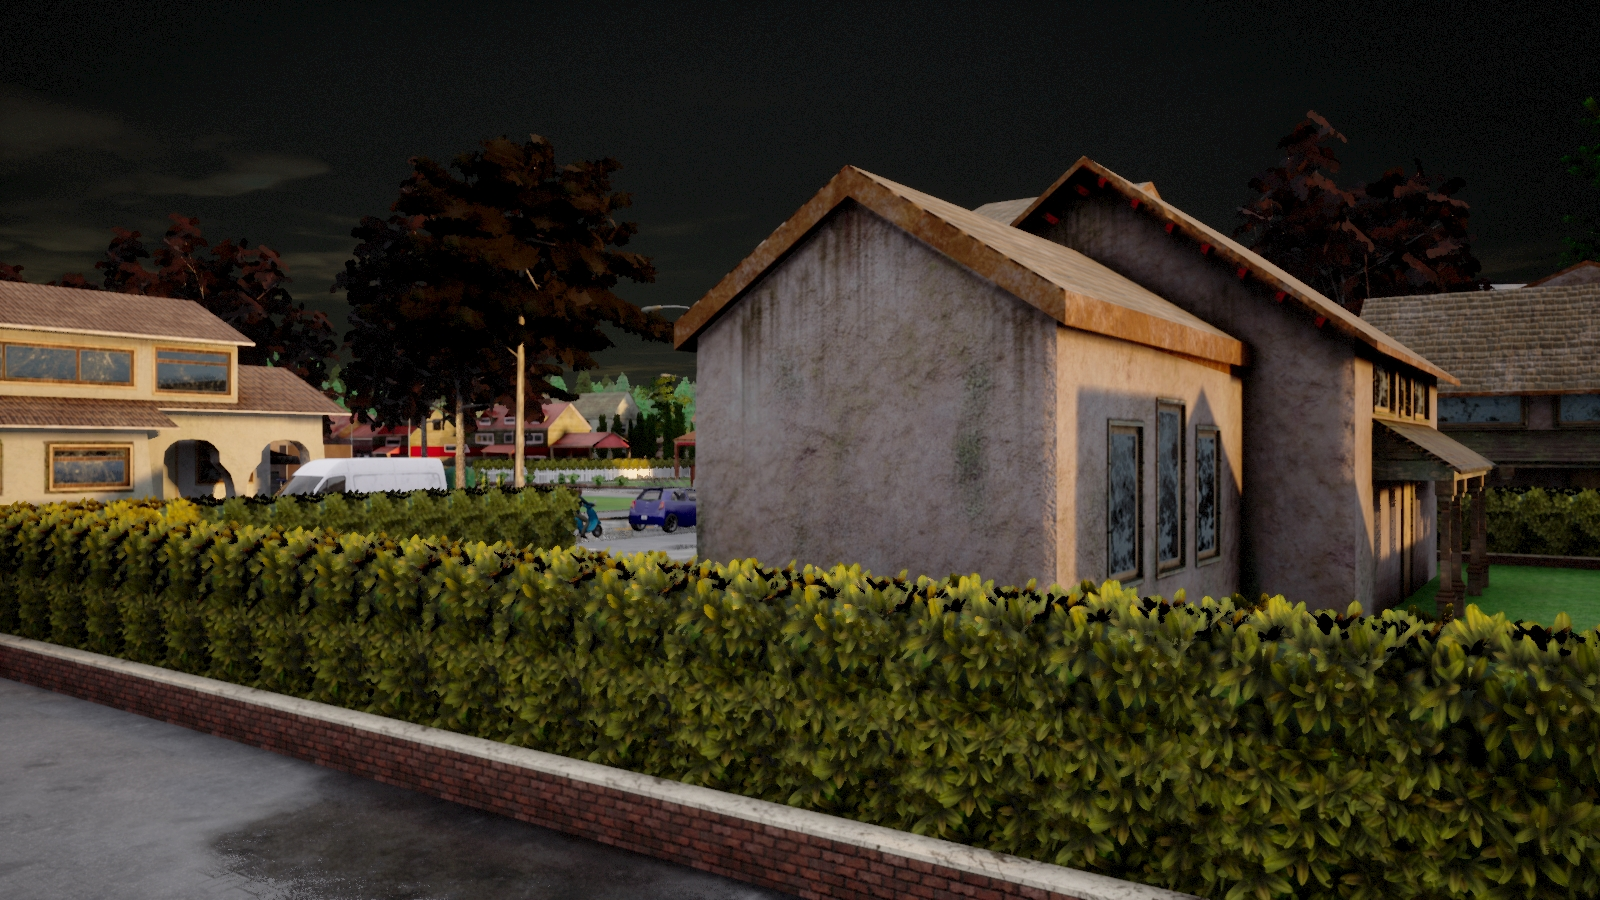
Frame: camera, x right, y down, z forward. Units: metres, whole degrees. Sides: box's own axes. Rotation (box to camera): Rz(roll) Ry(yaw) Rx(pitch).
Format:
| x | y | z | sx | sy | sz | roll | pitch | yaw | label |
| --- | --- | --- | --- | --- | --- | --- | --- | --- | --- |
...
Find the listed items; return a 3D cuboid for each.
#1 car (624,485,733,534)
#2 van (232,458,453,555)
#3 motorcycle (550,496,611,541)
| x | y | z | sx | sy | sz | roll | pitch | yaw | label |
| --- | --- | --- | --- | --- | --- | --- | --- | --- | --- |
| -4.177 | 2.028 | 39.677 | 1.845 | 1.501 | 3.633 | 0 | 0 | 35 | car |
| -13.292 | 1.523 | 33.641 | 1.988 | 2.561 | 5.915 | 0 | 0 | 35 | van |
| -6.879 | 2.132 | 35.873 | 0.856 | 1.316 | 1.805 | 0 | 0 | 35 | motorcycle |
